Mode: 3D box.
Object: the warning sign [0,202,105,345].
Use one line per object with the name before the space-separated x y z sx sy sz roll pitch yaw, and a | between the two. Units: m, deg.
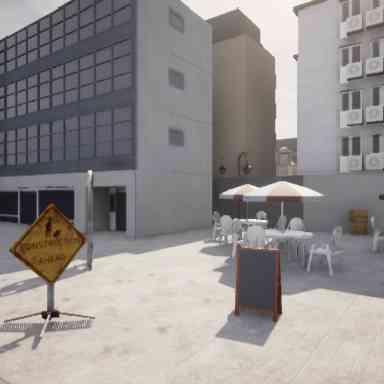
warning sign | -2.248 1.113 5.288 1.060 1.860 1.300 0 0 35
